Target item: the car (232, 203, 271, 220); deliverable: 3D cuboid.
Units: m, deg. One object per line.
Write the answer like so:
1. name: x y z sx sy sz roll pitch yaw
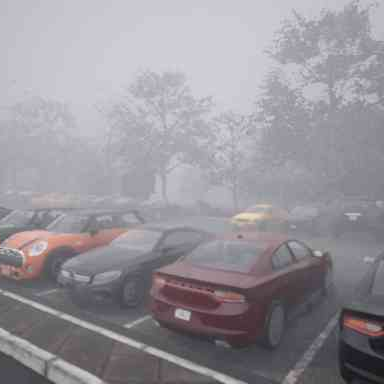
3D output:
1. car: 4.240 1.447 20.370 1.946 1.575 5.366 1 1 36

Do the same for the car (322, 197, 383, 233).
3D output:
1. car: 8.883 1.268 17.266 2.435 2.045 5.566 1 0 36

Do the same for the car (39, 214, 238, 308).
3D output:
1. car: -0.935 1.533 8.198 2.002 1.452 4.674 1 0 36

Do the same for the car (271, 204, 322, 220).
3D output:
1. car: 6.610 1.489 18.887 2.097 1.535 5.008 1 1 36

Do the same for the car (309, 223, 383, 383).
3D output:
1. car: 3.576 1.544 4.915 2.097 1.535 5.008 0 0 36

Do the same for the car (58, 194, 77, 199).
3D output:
1. car: -9.210 1.066 30.320 2.163 1.488 4.792 3 2 36

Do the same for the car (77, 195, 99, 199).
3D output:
1. car: -6.937 1.126 28.701 2.097 1.535 5.008 2 1 36

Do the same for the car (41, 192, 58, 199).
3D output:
1. car: -11.232 0.935 32.051 1.946 1.575 5.366 3 2 36

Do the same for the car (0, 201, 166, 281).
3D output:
1. car: -3.172 1.329 9.856 2.185 1.767 4.553 1 1 36

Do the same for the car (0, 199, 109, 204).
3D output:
1. car: -5.422 1.283 11.488 2.185 1.767 4.553 1 1 36

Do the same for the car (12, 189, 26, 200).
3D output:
1. car: -15.844 0.731 35.203 2.163 1.488 4.792 3 2 36

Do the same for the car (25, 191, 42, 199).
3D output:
1. car: -13.493 0.821 33.692 1.946 1.575 5.366 3 2 36

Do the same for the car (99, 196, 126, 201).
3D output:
1. car: -4.680 1.209 27.063 2.097 1.535 5.008 2 1 36

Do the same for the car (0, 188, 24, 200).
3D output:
1. car: -18.214 0.603 36.891 2.002 1.452 4.674 4 2 36

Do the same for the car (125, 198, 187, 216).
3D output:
1. car: -2.319 1.286 25.350 2.231 1.521 4.892 2 1 36

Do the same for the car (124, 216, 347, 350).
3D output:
1. car: 1.318 1.523 6.552 2.097 1.535 5.008 1 0 36

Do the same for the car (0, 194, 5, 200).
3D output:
1. car: -12.226 1.090 16.346 2.185 1.767 4.553 2 1 36

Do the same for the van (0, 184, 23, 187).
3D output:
1. van: -22.692 0.066 39.979 1.878 1.987 4.442 3 3 36
